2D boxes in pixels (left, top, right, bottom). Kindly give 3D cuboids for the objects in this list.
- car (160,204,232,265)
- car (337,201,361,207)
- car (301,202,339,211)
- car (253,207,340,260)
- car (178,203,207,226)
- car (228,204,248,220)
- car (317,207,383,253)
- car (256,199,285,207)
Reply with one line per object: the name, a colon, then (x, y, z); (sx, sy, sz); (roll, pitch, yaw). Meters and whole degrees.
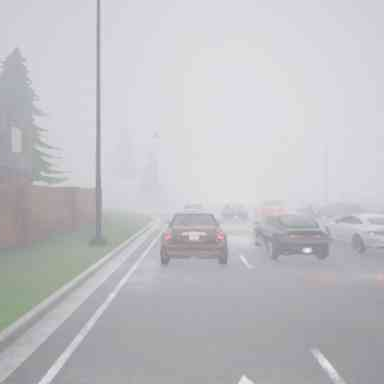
car: (0.073, 1.392, 12.041); (2.097, 1.767, 4.553); (0, 0, 0)
car: (14.090, 1.608, 30.920); (1.837, 1.490, 4.892); (0, 0, 0)
car: (10.585, 1.698, 28.968); (1.895, 1.301, 4.718); (0, 0, 0)
car: (3.577, 1.549, 12.700); (1.837, 1.490, 4.892); (0, 0, 0)
car: (0.069, 1.634, 25.742); (2.033, 1.411, 5.357); (0, 0, 0)
car: (3.585, 1.698, 28.968); (1.895, 1.301, 4.718); (0, 0, 0)
car: (7.074, 1.572, 13.712); (1.812, 1.442, 4.674); (0, 0, 0)
car: (7.089, 1.454, 30.364); (2.097, 1.767, 4.553); (0, 0, 0)
